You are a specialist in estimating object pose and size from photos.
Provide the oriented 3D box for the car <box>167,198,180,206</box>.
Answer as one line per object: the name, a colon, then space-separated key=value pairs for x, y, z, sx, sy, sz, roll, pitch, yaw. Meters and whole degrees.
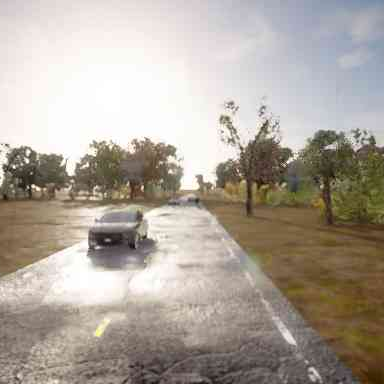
car: x=-3.063 y=1.667 z=56.616 sx=1.994 sy=1.385 sz=4.181 roll=0 pitch=0 yaw=0

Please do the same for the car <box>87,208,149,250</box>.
car: x=-3.104 y=1.511 z=14.744 sx=1.882 sy=1.535 sz=5.008 roll=0 pitch=0 yaw=0

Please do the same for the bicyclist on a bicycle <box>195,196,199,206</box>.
bicyclist on a bicycle: x=0.811 y=1.555 z=55.416 sx=0.582 sy=1.620 sz=1.656 roll=0 pitch=0 yaw=0

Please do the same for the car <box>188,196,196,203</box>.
car: x=-0.019 y=1.650 z=74.884 sx=2.128 sy=1.511 sz=4.902 roll=0 pitch=0 yaw=0

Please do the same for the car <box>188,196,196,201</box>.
car: x=-0.022 y=1.599 z=86.418 sx=1.895 sy=1.301 sz=4.718 roll=0 pitch=0 yaw=0

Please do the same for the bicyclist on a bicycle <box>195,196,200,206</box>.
bicyclist on a bicycle: x=0.813 y=1.460 z=46.854 sx=0.659 sy=1.776 sz=1.843 roll=0 pitch=0 yaw=0
